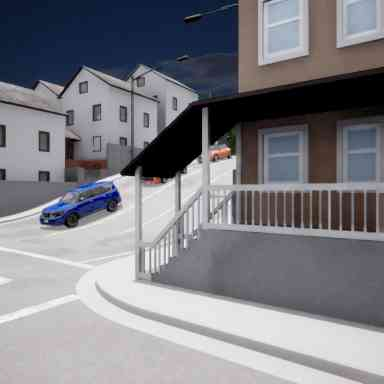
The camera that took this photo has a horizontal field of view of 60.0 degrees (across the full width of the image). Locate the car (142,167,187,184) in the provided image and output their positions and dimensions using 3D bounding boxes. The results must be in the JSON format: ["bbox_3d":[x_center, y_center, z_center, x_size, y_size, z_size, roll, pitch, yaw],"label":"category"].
[{"bbox_3d":[-2.429,-2.002,28.712,2.097,1.767,4.553,0,18,35],"label":"car"}]

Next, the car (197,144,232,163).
[{"bbox_3d":[2.378,-4.222,35.660,2.097,1.767,4.553,0,11,35],"label":"car"}]

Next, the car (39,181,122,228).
[{"bbox_3d":[-7.147,0.727,21.784,2.150,2.045,5.566,0,14,34],"label":"car"}]
